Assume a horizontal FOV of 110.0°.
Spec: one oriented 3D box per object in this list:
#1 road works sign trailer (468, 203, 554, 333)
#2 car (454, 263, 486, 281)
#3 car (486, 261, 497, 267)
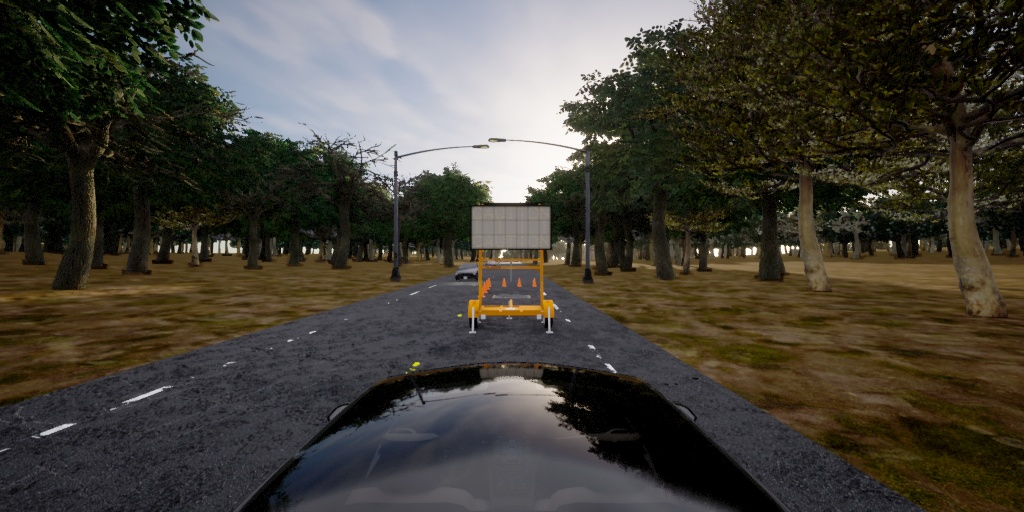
[{"bbox_3d":[-0.027,0.223,10.723,2.380,3.560,2.880,0,0,0],"label":"road works sign trailer"},{"bbox_3d":[-3.638,1.334,30.601,2.033,1.411,5.357,0,0,0],"label":"car"},{"bbox_3d":[-3.577,1.360,59.916,1.812,1.442,4.674,0,0,0],"label":"car"}]
